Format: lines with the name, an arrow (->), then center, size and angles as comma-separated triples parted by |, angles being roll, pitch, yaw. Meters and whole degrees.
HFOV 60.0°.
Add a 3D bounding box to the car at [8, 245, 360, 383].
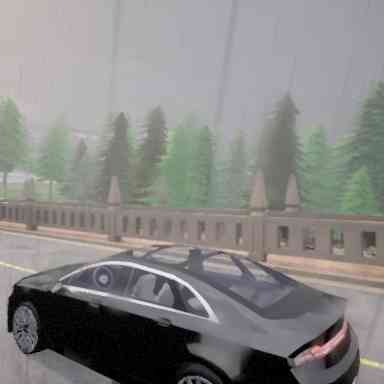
car -> -0.536, 1.473, 4.375 | 4.902, 1.511, 2.128 | 0, 0, 35
